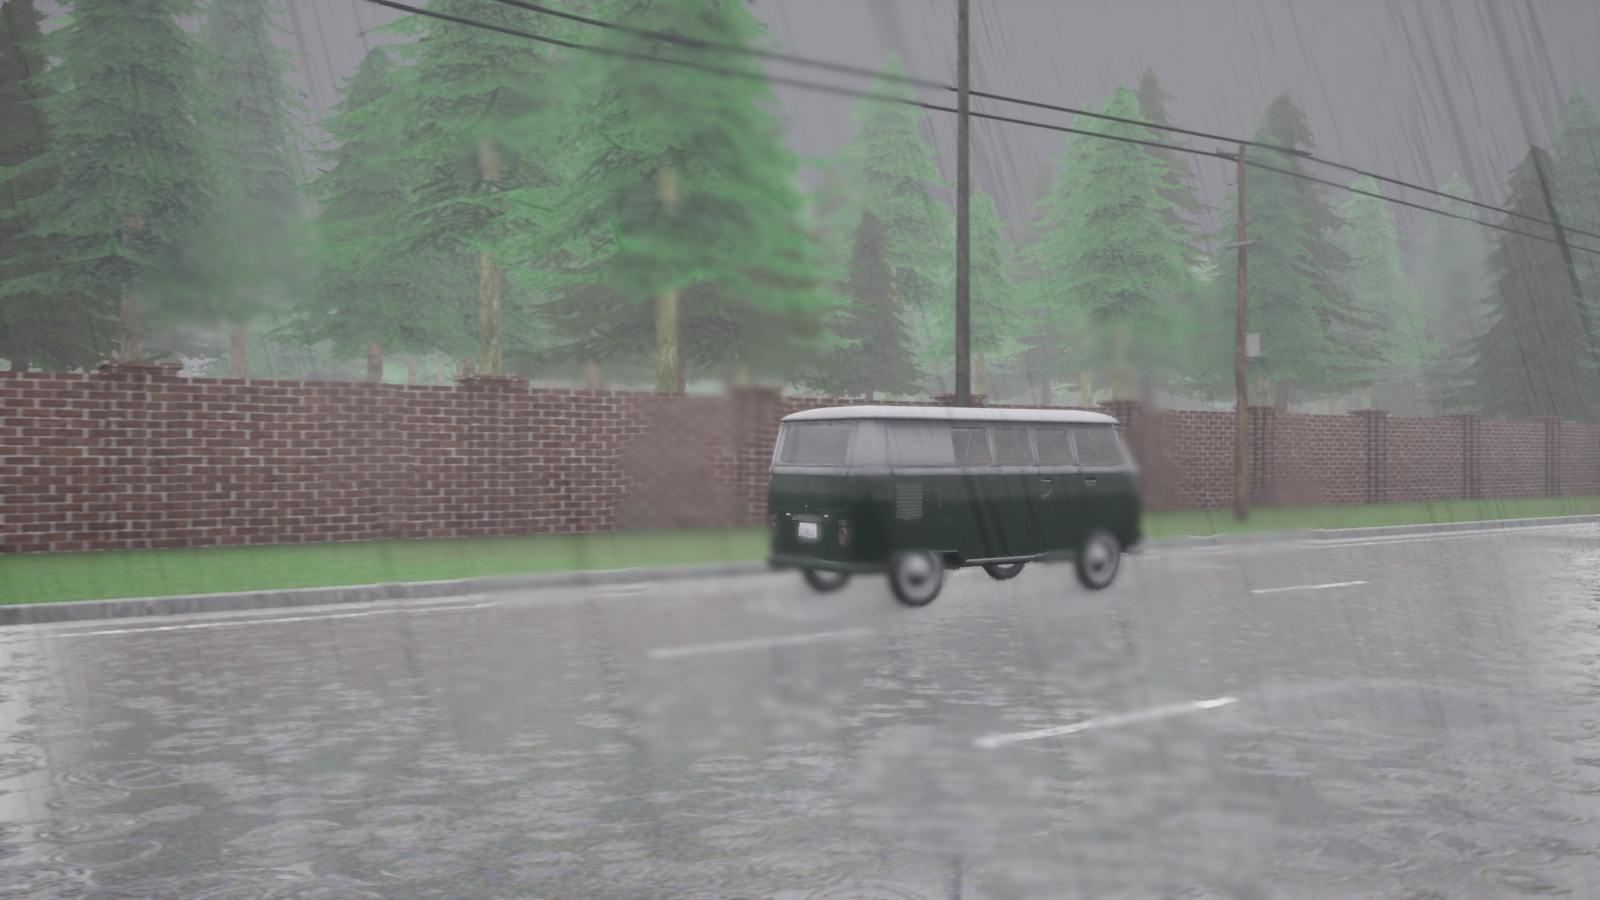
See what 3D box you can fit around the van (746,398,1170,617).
[{"bbox_3d":[1.778,0.527,13.426,4.442,1.987,1.775,0,0,-35],"label":"van"}]
